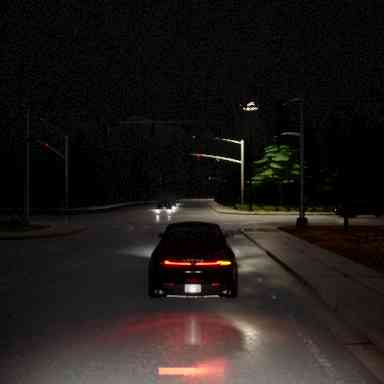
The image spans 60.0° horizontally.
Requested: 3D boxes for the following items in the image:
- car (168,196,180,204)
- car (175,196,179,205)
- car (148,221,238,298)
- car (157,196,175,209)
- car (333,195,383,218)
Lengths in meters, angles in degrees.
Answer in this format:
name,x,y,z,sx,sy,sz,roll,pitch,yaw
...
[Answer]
name,x,y,z,sx,sy,sz,roll,pitch,yaw
car,-3.518,1.502,65.794,1.837,1.490,4.892,0,0,1
car,-3.653,1.599,55.359,1.895,1.301,4.718,0,0,0
car,0.036,1.501,8.481,1.837,1.490,4.892,0,0,0
car,-3.659,1.503,45.108,1.837,1.490,4.892,0,0,0
car,15.558,1.247,29.621,5.566,2.045,2.150,0,0,1
